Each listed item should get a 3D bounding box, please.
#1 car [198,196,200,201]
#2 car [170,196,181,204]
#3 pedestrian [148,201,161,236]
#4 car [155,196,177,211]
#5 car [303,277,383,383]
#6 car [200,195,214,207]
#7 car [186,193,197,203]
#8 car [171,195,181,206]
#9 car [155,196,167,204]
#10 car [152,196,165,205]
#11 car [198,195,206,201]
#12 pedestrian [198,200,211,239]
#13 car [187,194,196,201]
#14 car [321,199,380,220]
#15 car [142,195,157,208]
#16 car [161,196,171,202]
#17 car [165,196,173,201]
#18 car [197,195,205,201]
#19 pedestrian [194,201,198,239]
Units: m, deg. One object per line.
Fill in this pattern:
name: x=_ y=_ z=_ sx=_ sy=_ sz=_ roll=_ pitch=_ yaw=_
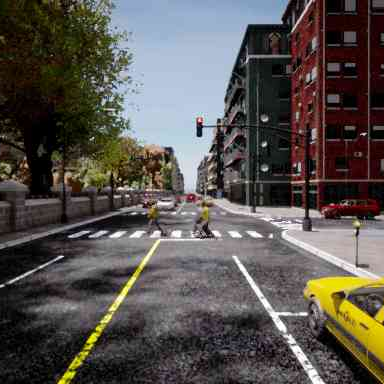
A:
car: x=2.563 y=1.562 z=58.180 sx=1.887 sy=1.381 sz=4.507 roll=0 pitch=0 yaw=0
car: x=-3.173 y=1.501 z=65.959 sx=1.882 sy=1.535 sz=5.008 roll=0 pitch=0 yaw=0
pedestrian: x=-1.911 y=1.294 z=16.920 sx=0.375 sy=1.860 sz=0.375 roll=0 pitch=0 yaw=0
car: x=-3.156 y=1.532 z=41.199 sx=1.812 sy=1.442 sz=4.674 roll=0 pitch=0 yaw=-1
car: x=2.680 y=1.525 z=3.714 sx=1.752 sy=1.417 sz=4.829 roll=0 pitch=0 yaw=0
car: x=2.574 y=1.538 z=52.815 sx=1.752 sy=1.417 sz=4.829 roll=0 pitch=0 yaw=0
car: x=-0.153 y=1.245 z=72.450 sx=2.150 sy=2.045 sz=5.566 roll=0 pitch=0 yaw=0
car: x=-3.204 y=1.560 z=51.779 sx=2.033 sy=1.411 sz=5.357 roll=0 pitch=0 yaw=0
car: x=-5.829 y=1.566 z=63.697 sx=1.887 sy=1.381 sz=4.507 roll=0 pitch=0 yaw=0
car: x=-5.818 y=1.457 z=58.162 sx=1.967 sy=1.590 sz=4.097 roll=0 pitch=0 yaw=0
car: x=2.504 y=1.586 z=85.856 sx=1.887 sy=1.381 sz=4.507 roll=0 pitch=0 yaw=0
pedestrian: x=0.579 y=1.294 z=15.646 sx=0.375 sy=1.860 sz=0.375 roll=0 pitch=0 yaw=0
car: x=-0.176 y=1.306 z=82.811 sx=2.097 sy=1.767 sz=4.553 roll=0 pitch=0 yaw=0
car: x=14.550 y=1.591 z=30.562 sx=5.009 sy=1.841 sz=2.192 roll=1 pitch=-1 yaw=0
car: x=-5.794 y=1.324 z=47.091 sx=2.192 sy=1.841 sz=5.009 roll=0 pitch=0 yaw=0
car: x=-5.852 y=1.613 z=74.767 sx=1.802 sy=1.307 sz=4.206 roll=0 pitch=0 yaw=0
car: x=-5.876 y=1.623 z=85.838 sx=1.802 sy=1.307 sz=4.206 roll=0 pitch=0 yaw=0
car: x=2.492 y=1.592 z=91.391 sx=1.887 sy=1.381 sz=4.507 roll=0 pitch=0 yaw=0
pedestrian: x=0.408 y=1.294 z=16.325 sx=0.375 sy=1.860 sz=0.375 roll=0 pitch=0 yaw=0
